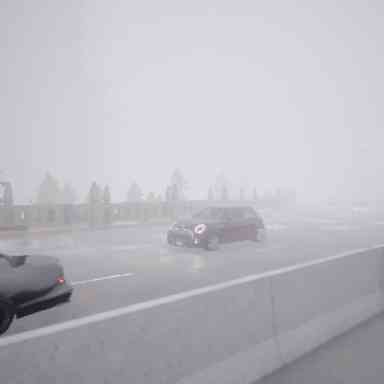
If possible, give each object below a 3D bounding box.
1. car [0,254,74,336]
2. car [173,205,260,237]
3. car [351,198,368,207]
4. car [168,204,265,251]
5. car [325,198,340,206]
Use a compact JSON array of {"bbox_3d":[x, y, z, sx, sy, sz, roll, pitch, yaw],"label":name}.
[{"bbox_3d":[-4.685,1.579,5.015,5.357,1.411,2.033,0,0,-35],"label":"car"},{"bbox_3d":[1.571,1.568,19.357,5.357,1.411,2.033,0,0,-44],"label":"car"},{"bbox_3d":[25.362,1.622,50.469,1.994,1.385,4.181,0,0,20],"label":"car"},{"bbox_3d":[1.133,1.364,14.254,4.553,1.767,2.097,0,0,-43],"label":"car"},{"bbox_3d":[23.262,1.672,55.203,1.994,1.385,4.181,0,0,18],"label":"car"}]
